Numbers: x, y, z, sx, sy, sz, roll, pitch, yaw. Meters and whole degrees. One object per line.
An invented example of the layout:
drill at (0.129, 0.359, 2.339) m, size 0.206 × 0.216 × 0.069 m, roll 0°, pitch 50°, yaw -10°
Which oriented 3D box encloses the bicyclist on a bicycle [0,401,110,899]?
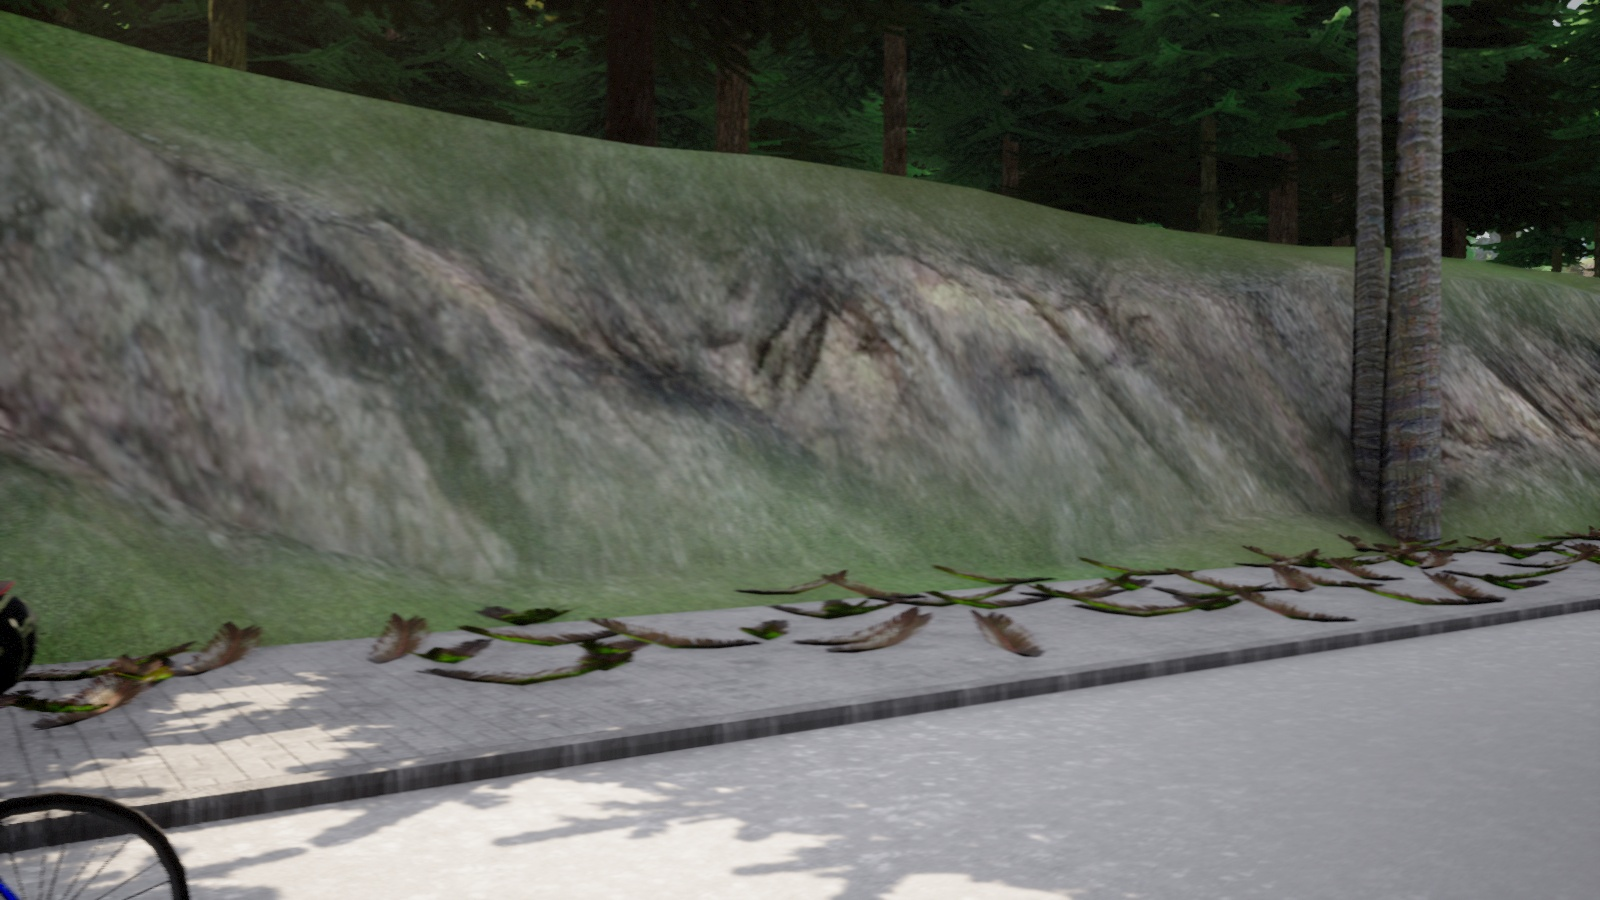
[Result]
bicyclist on a bicycle at (-2.403, 0.709, 2.594) m, size 1.656 × 1.620 × 0.582 m, roll -1°, pitch 0°, yaw -35°
